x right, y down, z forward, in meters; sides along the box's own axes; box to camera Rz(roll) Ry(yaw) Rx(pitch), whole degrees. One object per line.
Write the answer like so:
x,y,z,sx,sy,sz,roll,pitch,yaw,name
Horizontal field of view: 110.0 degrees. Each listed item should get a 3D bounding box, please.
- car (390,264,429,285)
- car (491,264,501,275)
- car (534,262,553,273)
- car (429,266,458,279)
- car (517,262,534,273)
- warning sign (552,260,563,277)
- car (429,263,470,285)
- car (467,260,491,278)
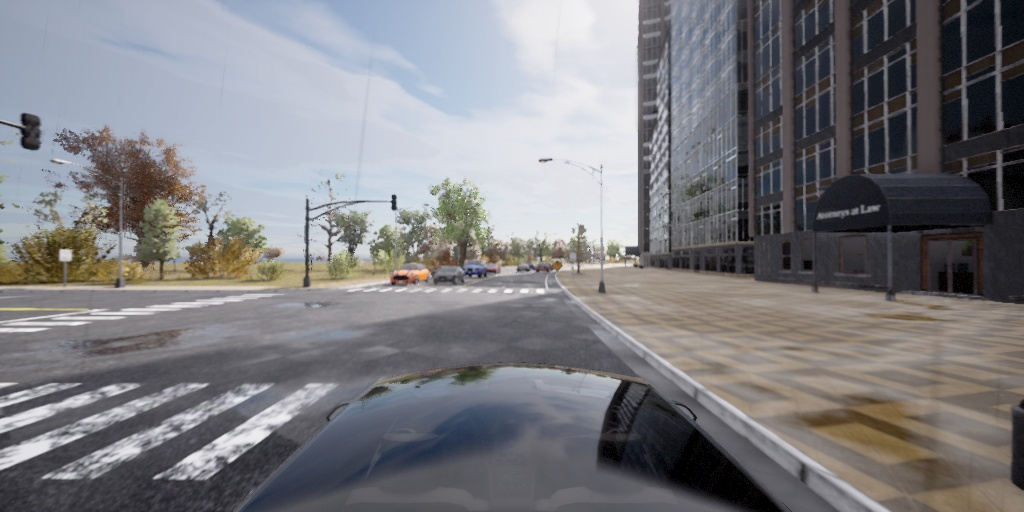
-8.570,1.460,30.454,2.097,1.767,4.553,0,-1,5,car
-2.871,1.874,52.126,1.882,1.535,5.008,0,0,8,car
5.304,1.878,61.143,2.097,1.767,4.553,0,-1,9,car
-7.630,1.839,40.433,1.895,1.301,4.718,0,-1,6,car
1.969,2.010,60.956,2.128,1.511,4.902,0,-1,10,car
4.966,1.353,39.211,1.300,1.860,1.060,0,0,6,warning sign
-5.284,1.621,30.778,1.837,1.490,4.892,0,-1,5,car
-4.256,1.477,41.470,2.150,2.045,5.566,0,-1,6,car
